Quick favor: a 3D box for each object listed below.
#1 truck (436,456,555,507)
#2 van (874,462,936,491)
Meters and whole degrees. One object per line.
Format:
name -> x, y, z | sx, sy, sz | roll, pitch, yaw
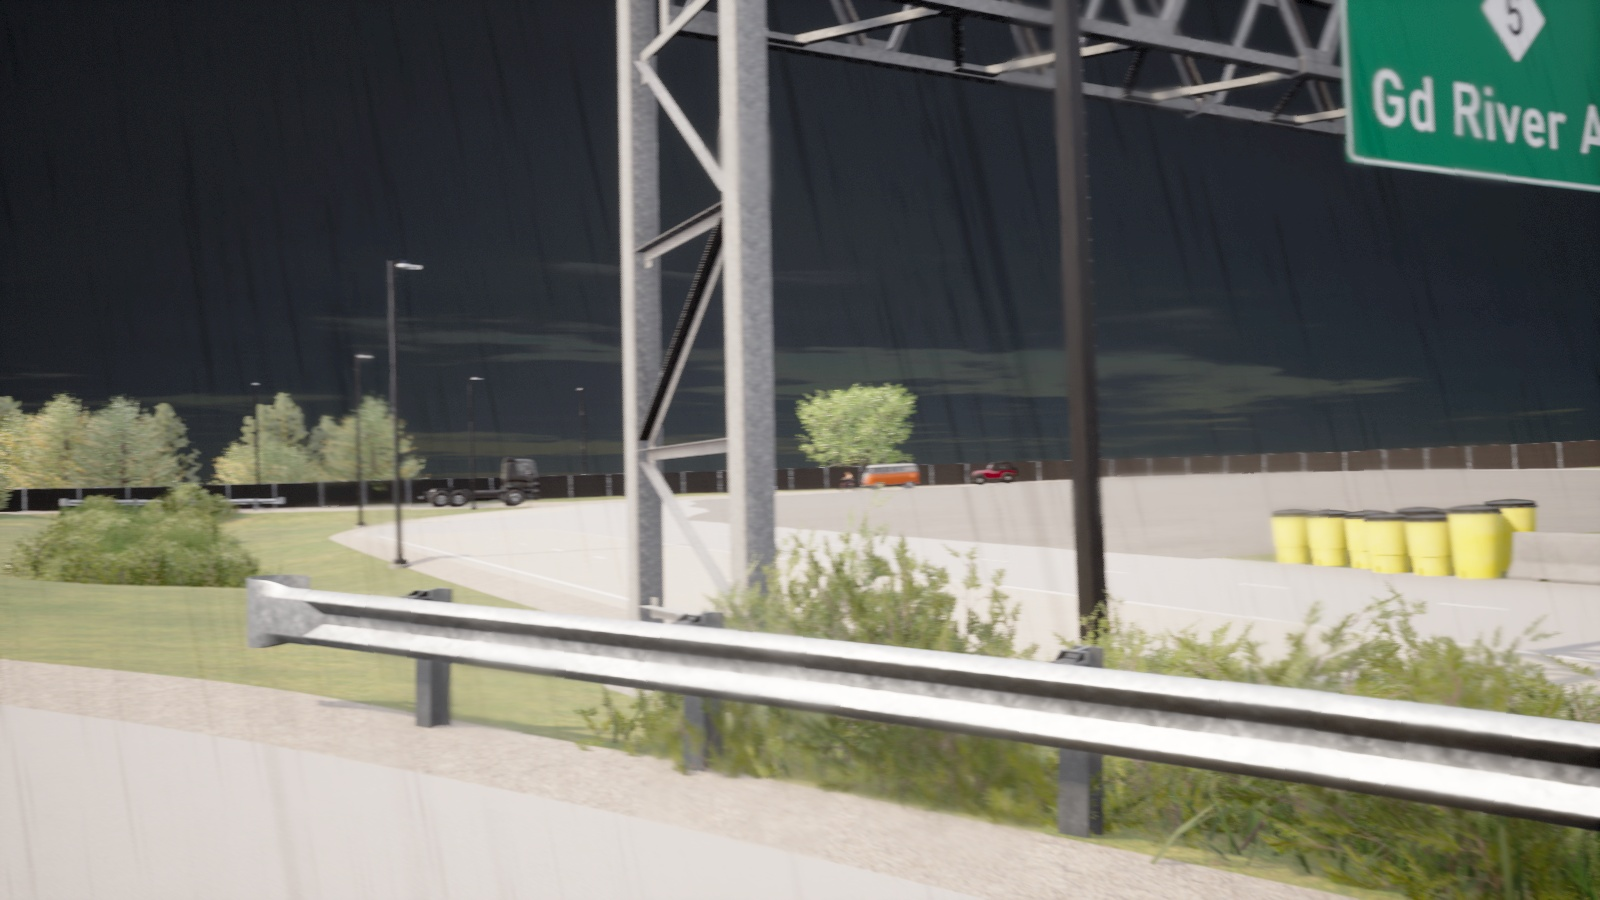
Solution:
truck -> -21.502, 2.219, 88.694 | 7.936, 3.462, 2.891 | 0, -2, -19
van -> 8.237, 2.097, 98.515 | 4.442, 1.987, 1.775 | -3, -2, -12
